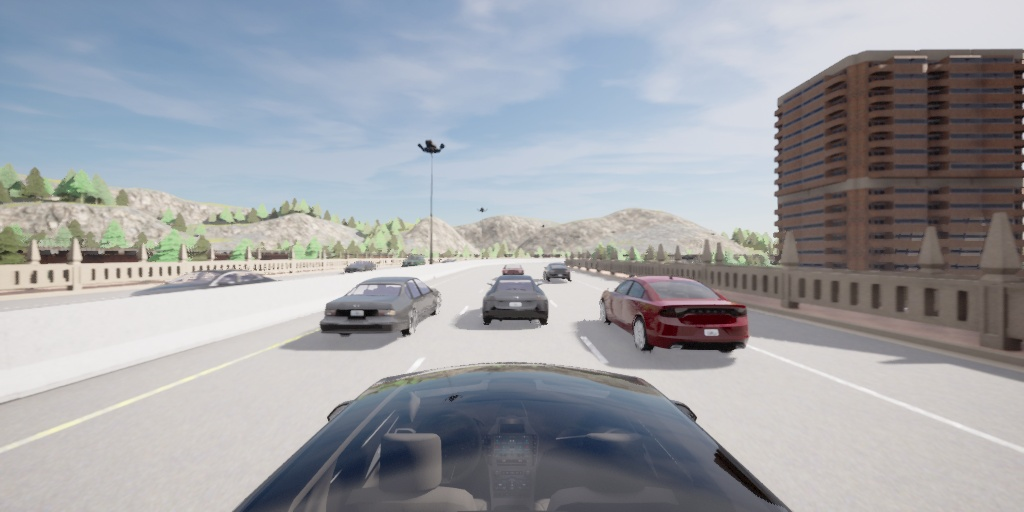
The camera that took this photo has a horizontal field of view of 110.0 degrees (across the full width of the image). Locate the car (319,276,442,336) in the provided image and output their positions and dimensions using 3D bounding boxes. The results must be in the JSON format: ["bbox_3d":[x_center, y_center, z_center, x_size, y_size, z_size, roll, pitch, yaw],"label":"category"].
[{"bbox_3d":[-3.400,1.298,10.383,2.033,1.411,5.357,0,0,0],"label":"car"}]

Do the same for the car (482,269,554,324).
[{"bbox_3d":[0.099,1.315,11.980,1.994,1.385,4.181,0,0,0],"label":"car"}]

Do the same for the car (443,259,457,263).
[{"bbox_3d":[-10.450,1.249,60.821,2.128,1.511,4.902,0,0,2],"label":"car"}]

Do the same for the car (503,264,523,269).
[{"bbox_3d":[0.098,1.353,31.849,1.895,1.301,4.718,0,0,0],"label":"car"}]

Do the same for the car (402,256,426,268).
[{"bbox_3d":[-14.025,0.980,51.661,2.150,2.045,5.566,0,0,1],"label":"car"}]

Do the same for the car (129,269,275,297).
[{"bbox_3d":[-10.598,1.242,12.715,2.128,1.511,4.902,0,0,0],"label":"car"}]

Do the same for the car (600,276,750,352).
[{"bbox_3d":[3.599,1.228,8.940,1.882,1.535,5.008,0,0,0],"label":"car"}]

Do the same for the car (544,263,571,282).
[{"bbox_3d":[3.598,1.278,29.050,1.812,1.442,4.674,0,0,0],"label":"car"}]

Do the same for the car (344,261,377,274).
[{"bbox_3d":[-17.551,1.301,41.958,2.033,1.411,5.357,0,0,1],"label":"car"}]
